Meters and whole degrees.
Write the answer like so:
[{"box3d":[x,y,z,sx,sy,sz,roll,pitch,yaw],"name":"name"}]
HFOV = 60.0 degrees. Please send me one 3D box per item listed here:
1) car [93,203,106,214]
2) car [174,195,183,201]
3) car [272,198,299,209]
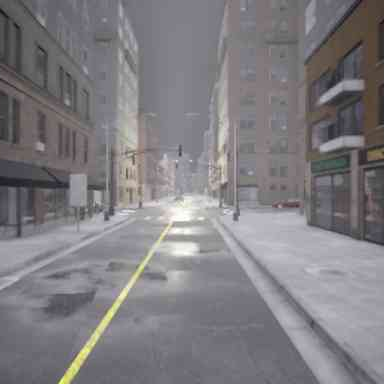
[{"box3d":[-11.450,1.619,35.588,4.892,1.490,1.837,1,0,0],"name":"car"},{"box3d":[-2.954,1.409,75.496,1.994,1.385,4.181,0,0,0],"name":"car"},{"box3d":[12.163,1.390,41.255,4.507,1.381,1.887,-1,0,0],"name":"car"}]
